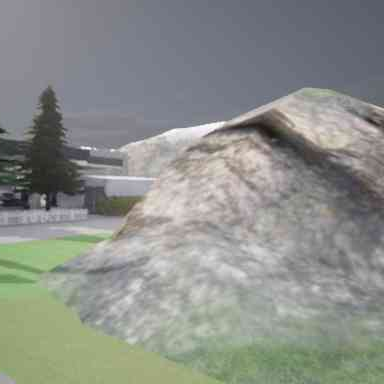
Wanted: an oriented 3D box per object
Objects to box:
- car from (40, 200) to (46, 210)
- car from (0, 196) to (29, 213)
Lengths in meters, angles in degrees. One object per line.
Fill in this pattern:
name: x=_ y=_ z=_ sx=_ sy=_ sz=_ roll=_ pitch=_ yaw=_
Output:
car: x=-19.876 y=1.736 z=38.563 sx=2.242 sy=1.667 sz=4.611 roll=0 pitch=0 yaw=38
car: x=-18.046 y=1.553 z=31.670 sx=1.905 sy=1.878 sz=3.866 roll=0 pitch=0 yaw=38
